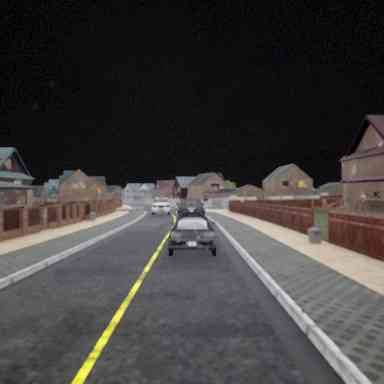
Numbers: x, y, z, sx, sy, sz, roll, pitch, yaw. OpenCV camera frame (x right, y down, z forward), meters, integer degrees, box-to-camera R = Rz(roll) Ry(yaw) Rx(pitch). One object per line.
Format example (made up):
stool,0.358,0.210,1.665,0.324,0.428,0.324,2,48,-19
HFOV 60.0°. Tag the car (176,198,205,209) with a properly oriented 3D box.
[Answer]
car,-0.121,1.514,27.612,2.150,2.045,5.566,0,0,-2

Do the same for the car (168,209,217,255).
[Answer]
car,0.029,1.665,13.902,1.812,1.442,4.674,0,0,1

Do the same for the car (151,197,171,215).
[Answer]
car,-3.749,1.668,40.345,2.150,2.045,5.566,0,-1,-5
